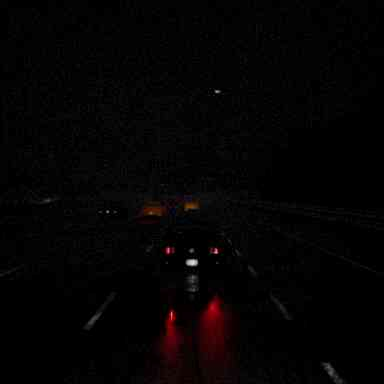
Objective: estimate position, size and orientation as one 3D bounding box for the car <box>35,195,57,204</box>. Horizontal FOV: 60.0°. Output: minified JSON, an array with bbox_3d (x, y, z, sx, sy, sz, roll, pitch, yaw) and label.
[{"bbox_3d":[-27.964,1.617,63.803,2.150,2.045,5.566,0,0,0],"label":"car"}]

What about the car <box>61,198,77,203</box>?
[{"bbox_3d":[-24.463,1.911,66.472,1.837,1.490,4.892,0,0,0],"label":"car"}]

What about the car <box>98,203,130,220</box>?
[{"bbox_3d":[-6.983,1.712,30.043,2.033,1.411,5.357,0,0,0],"label":"car"}]

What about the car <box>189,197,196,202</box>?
[{"bbox_3d":[0.052,2.128,92.752,1.895,1.301,4.718,0,0,0],"label":"car"}]

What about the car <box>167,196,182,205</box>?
[{"bbox_3d":[-3.461,2.012,66.791,1.895,1.301,4.718,0,0,0],"label":"car"}]

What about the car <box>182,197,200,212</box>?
[{"bbox_3d":[0.025,1.741,43.551,1.882,1.535,5.008,0,0,0],"label":"car"}]

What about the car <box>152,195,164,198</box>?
[{"bbox_3d":[-6.963,1.635,66.832,2.150,2.045,5.566,0,0,0],"label":"car"}]

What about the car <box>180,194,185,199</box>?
[{"bbox_3d":[-3.453,1.968,82.712,1.882,1.535,5.008,0,0,0],"label":"car"}]

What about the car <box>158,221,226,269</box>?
[{"bbox_3d":[0.007,1.649,11.324,1.895,1.301,4.718,0,0,0],"label":"car"}]

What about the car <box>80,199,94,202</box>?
[{"bbox_3d":[-20.962,2.006,66.856,1.895,1.301,4.718,0,0,0],"label":"car"}]

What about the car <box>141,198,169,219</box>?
[{"bbox_3d":[-3.483,1.647,30.809,1.882,1.535,5.008,0,0,0],"label":"car"}]

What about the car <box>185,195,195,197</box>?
[{"bbox_3d":[0.038,1.916,66.775,1.837,1.490,4.892,0,0,0],"label":"car"}]
